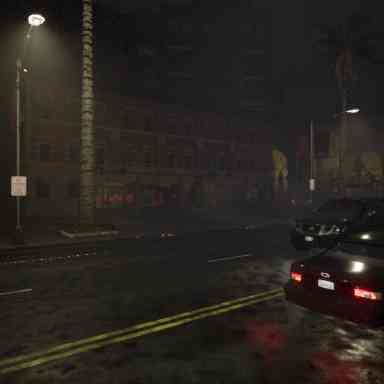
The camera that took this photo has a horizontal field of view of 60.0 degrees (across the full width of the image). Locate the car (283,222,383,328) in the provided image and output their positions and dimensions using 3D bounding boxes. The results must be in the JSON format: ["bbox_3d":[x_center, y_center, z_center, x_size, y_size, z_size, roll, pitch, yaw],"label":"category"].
[{"bbox_3d":[4.212,1.547,6.863,5.357,1.411,2.033,0,0,-36],"label":"car"}]

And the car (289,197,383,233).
[{"bbox_3d":[6.172,1.221,12.836,5.566,2.045,2.150,0,0,-36],"label":"car"}]
